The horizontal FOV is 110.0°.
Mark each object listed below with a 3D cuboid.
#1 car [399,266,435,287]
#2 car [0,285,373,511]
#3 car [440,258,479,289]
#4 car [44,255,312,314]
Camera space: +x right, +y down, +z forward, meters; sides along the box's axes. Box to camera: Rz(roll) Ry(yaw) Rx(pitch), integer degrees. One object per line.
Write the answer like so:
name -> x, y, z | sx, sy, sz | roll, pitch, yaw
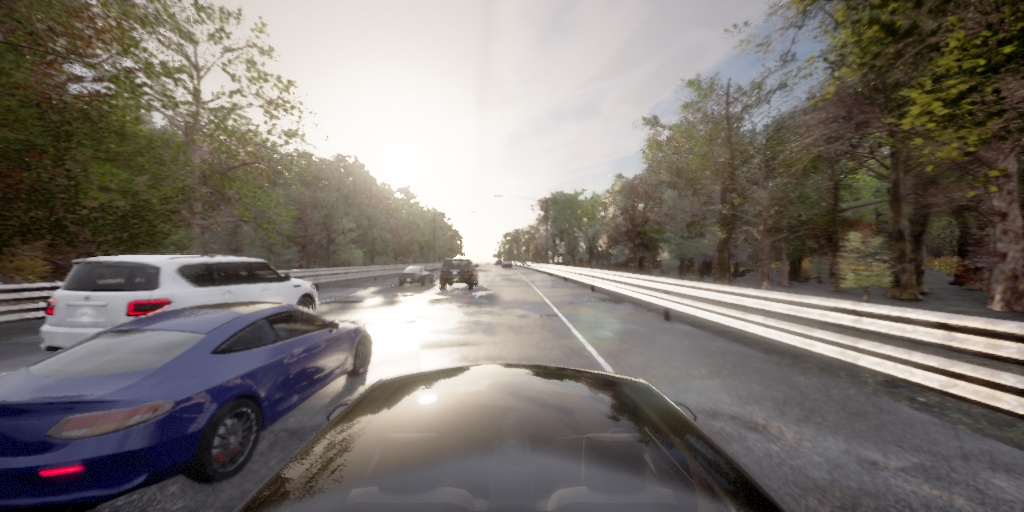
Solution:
car -> -7.130, 1.495, 26.944 | 1.812, 1.442, 4.674 | 0, -1, -1
car -> -3.413, 1.301, 4.554 | 1.812, 1.442, 4.674 | 0, 0, 0
car -> -3.594, 1.172, 24.984 | 2.150, 2.045, 5.566 | 0, -1, -1
car -> -6.938, 1.006, 8.517 | 2.150, 2.045, 5.566 | 1, 0, 0
